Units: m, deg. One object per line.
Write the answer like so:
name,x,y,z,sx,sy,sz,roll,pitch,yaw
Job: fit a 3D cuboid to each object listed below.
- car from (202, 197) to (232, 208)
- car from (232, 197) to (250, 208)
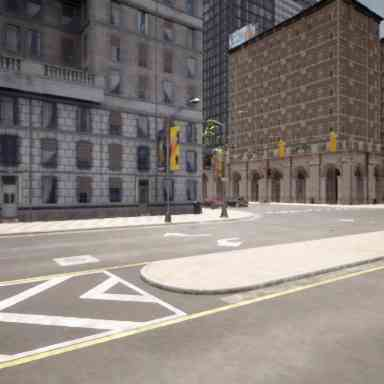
car,3.039,1.524,46.977,1.812,1.442,4.674,0,0,-35
car,6.249,1.499,48.490,1.837,1.490,4.892,0,1,-35
